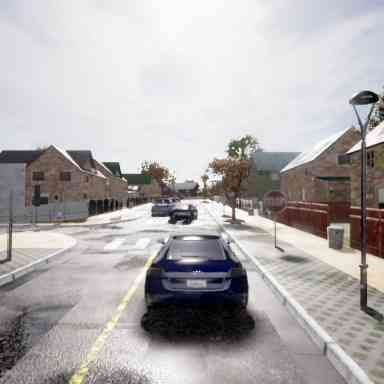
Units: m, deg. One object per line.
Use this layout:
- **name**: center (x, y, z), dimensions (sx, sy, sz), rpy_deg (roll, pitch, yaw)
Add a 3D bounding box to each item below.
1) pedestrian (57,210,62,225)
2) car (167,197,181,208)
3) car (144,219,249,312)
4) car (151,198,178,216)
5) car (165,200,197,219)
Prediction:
- **pedestrian**: center (-9.918, 1.856, 24.844), dimensions (0.500, 1.100, 0.500), rpy_deg (0, -2, 5)
- **car**: center (-2.855, 1.650, 53.909), dimensions (1.882, 1.535, 5.008), rpy_deg (0, 0, 0)
- **car**: center (0.094, 1.575, 7.832), dimensions (1.994, 1.385, 4.181), rpy_deg (0, 0, 0)
- **car**: center (-2.858, 1.432, 33.507), dimensions (2.097, 1.767, 4.553), rpy_deg (0, 0, 0)
- **car**: center (-0.679, 1.635, 27.948), dimensions (1.994, 1.385, 4.181), rpy_deg (0, 1, 6)
